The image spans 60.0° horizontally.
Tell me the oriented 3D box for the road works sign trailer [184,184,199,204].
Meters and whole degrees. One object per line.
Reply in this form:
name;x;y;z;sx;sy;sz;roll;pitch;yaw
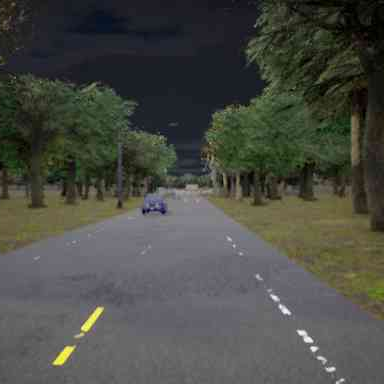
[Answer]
road works sign trailer;0.007;0.280;60.026;2.380;3.560;2.880;0;0;0

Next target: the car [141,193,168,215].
car;-3.593;1.143;32.732;2.150;2.045;5.566;0;0;0

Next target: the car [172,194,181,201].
car;-3.490;1.200;74.422;2.033;1.411;5.357;0;0;0
